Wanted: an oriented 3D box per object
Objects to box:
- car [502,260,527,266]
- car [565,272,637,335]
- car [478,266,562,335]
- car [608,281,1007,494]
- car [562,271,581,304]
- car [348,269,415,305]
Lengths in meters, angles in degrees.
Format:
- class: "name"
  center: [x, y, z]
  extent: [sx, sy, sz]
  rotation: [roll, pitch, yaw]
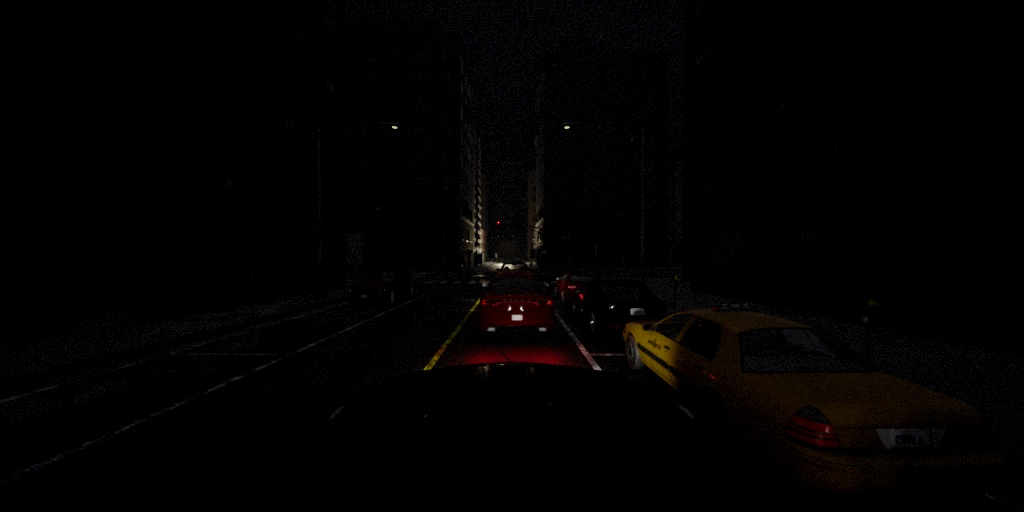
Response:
- class: "car"
  center: [0.145, 1.096, 20.817]
  extent: [2.097, 1.767, 4.553]
  rotation: [0, 0, 0]
- class: "car"
  center: [2.895, 1.313, 10.305]
  extent: [1.948, 1.339, 4.313]
  rotation: [0, 0, 0]
- class: "car"
  center: [0.118, 1.225, 10.488]
  extent: [1.882, 1.535, 5.008]
  rotation: [0, 0, 0]
- class: "car"
  center: [2.880, 1.274, 4.889]
  extent: [1.751, 1.417, 4.829]
  rotation: [0, 0, 0]
- class: "car"
  center: [2.910, 1.327, 15.891]
  extent: [1.802, 1.307, 4.207]
  rotation: [0, 0, 0]
- class: "car"
  center: [-5.636, 1.291, 15.911]
  extent: [1.888, 1.381, 4.507]
  rotation: [0, 0, 0]
